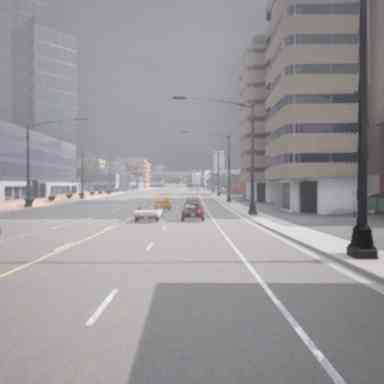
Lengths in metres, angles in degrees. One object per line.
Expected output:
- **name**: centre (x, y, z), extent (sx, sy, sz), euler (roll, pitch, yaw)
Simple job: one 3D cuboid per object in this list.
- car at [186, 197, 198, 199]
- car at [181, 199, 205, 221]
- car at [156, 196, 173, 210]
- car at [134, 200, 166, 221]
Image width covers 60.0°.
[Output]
- **car**: centre (0.051, 1.294, 39.948), extent (2.128, 1.511, 4.902), euler (0, 2, 0)
- **car**: centre (0.073, 1.545, 27.461), extent (1.812, 1.442, 4.674), euler (0, 0, 0)
- **car**: centre (-3.448, 1.269, 40.352), extent (1.882, 1.535, 5.008), euler (0, 2, 0)
- **car**: centre (-3.435, 1.625, 27.049), extent (1.895, 1.301, 4.718), euler (0, 1, 0)
